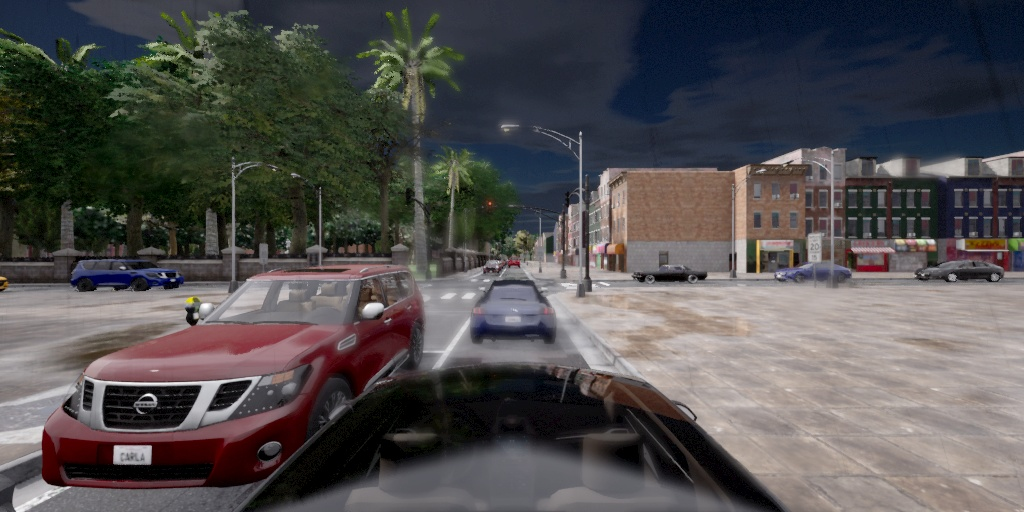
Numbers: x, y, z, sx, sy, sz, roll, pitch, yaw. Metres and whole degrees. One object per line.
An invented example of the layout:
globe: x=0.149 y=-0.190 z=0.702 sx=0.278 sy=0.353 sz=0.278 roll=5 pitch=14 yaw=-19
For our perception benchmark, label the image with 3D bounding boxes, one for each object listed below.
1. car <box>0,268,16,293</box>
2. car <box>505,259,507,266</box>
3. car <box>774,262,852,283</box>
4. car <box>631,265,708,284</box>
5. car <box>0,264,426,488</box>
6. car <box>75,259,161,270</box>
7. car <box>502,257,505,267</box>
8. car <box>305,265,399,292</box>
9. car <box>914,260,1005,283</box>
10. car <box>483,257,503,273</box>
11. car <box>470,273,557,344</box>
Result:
car: x=-35.003 y=1.587 z=22.568 sx=5.008 sy=1.535 sz=1.882 roll=-1 pitch=0 yaw=0
car: x=-2.302 y=1.484 z=60.217 sx=1.802 sy=1.307 sz=4.207 roll=0 pitch=0 yaw=0
car: x=21.146 y=1.138 z=25.252 sx=4.674 sy=1.442 sz=1.812 roll=0 pitch=0 yaw=0
car: x=10.982 y=1.279 z=25.309 sx=4.718 sy=1.301 sz=1.895 roll=0 pitch=0 yaw=1
car: x=-2.622 y=1.065 z=5.006 sx=2.192 sy=1.841 sz=5.009 roll=0 pitch=0 yaw=0
car: x=-24.042 y=1.212 z=22.505 sx=5.566 sy=2.045 sz=2.150 roll=-1 pitch=0 yaw=0
car: x=-2.367 y=1.290 z=48.840 sx=1.967 sy=1.591 sz=4.097 roll=0 pitch=0 yaw=0
car: x=-9.883 y=1.346 z=22.449 sx=4.902 sy=1.511 sz=2.128 roll=-1 pitch=0 yaw=0
car: x=31.321 y=1.065 z=25.197 sx=4.892 sy=1.490 sz=1.837 roll=-1 pitch=0 yaw=0
car: x=-2.401 y=1.268 z=43.152 sx=1.967 sy=1.591 sz=4.097 roll=0 pitch=0 yaw=0
car: x=0.042 y=1.316 z=9.622 sx=1.994 sy=1.385 sz=4.181 roll=0 pitch=0 yaw=0
